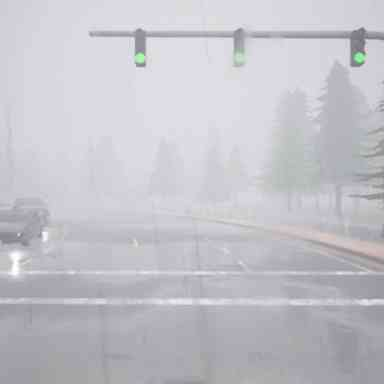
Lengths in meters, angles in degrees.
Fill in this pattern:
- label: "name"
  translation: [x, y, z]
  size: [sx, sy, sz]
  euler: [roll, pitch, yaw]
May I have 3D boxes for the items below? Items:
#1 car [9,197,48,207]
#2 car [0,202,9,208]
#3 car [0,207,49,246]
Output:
- label: "car"
  translation: [-12.357, 1.417, 25.294]
  size: [2.150, 2.045, 5.566]
  euler: [0, -1, -32]
- label: "car"
  translation: [-18.969, 1.747, 33.170]
  size: [5.008, 1.535, 1.882]
  euler: [0, -1, 41]
- label: "car"
  translation: [-8.385, 1.655, 15.908]
  size: [2.033, 1.411, 5.357]
  euler: [0, -1, -14]
